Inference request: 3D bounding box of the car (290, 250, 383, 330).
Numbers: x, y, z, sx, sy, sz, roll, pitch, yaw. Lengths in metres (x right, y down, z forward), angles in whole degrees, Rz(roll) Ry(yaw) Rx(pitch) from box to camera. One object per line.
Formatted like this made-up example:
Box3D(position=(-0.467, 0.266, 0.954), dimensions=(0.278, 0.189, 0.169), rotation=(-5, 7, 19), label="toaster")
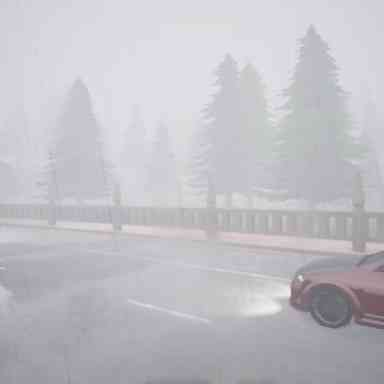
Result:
Box3D(position=(3.842, 1.564, 5.550), dimensions=(4.181, 1.385, 1.994), rotation=(0, 0, 36), label="car")
